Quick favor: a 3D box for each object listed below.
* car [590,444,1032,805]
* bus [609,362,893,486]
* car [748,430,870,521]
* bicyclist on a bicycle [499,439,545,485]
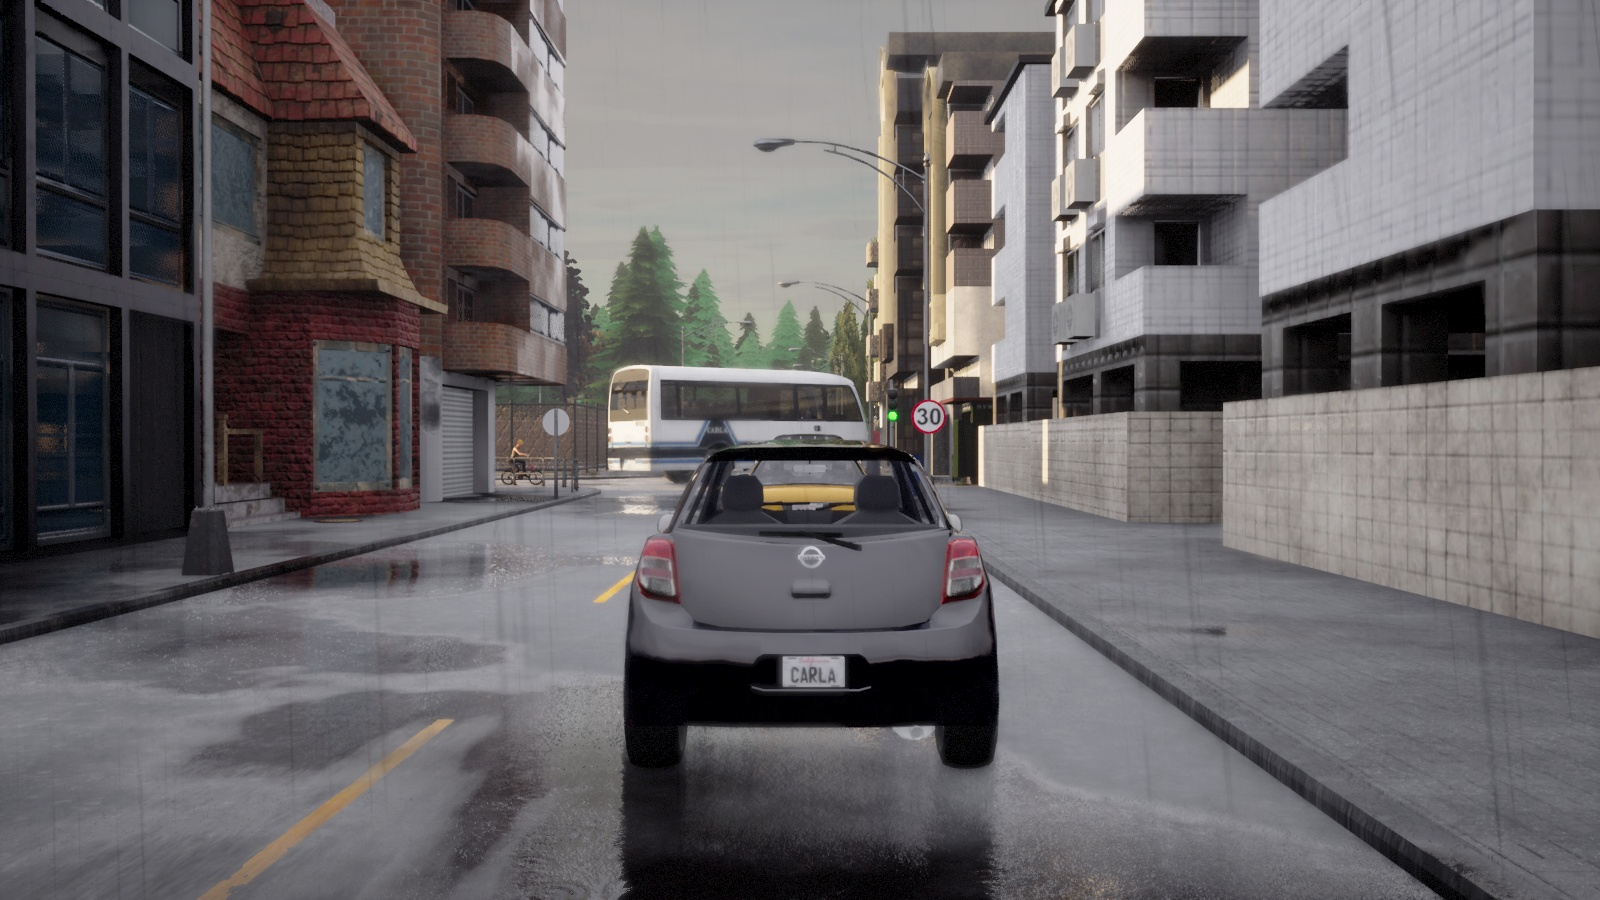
[{"bbox_3d":[0.054,0.720,7.056,1.845,1.501,3.633,0,0,0],"label":"car"},{"bbox_3d":[-1.678,-0.908,47.479,10.273,4.253,3.944,0,0,-36],"label":"bus"},{"bbox_3d":[0.164,0.447,25.367,2.242,1.667,4.611,0,0,0],"label":"car"},{"bbox_3d":[-9.837,0.423,44.483,1.509,1.612,0.866,0,0,-5],"label":"bicyclist on a bicycle"}]
